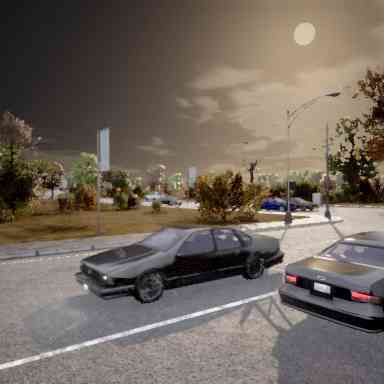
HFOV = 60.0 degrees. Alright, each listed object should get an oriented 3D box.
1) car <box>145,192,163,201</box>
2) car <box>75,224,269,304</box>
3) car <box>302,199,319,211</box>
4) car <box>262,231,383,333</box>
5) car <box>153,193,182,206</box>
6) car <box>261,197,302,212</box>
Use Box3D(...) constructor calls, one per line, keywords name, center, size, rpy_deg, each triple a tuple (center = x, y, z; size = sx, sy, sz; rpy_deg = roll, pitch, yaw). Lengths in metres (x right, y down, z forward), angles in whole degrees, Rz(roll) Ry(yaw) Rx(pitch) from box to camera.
Box3D(name="car", center=(-8.339, 1.010, 73.975), size=(2.150, 2.045, 5.566), rpy_deg=(0, 0, -38))
Box3D(name="car", center=(0.003, 1.539, 8.331), size=(5.357, 1.411, 2.033), rpy_deg=(0, 0, -36))
Box3D(name="car", center=(11.644, 1.366, 37.942), size=(2.033, 1.411, 5.357), rpy_deg=(-1, 0, -39))
Box3D(name="car", center=(4.055, 1.529, 6.668), size=(5.357, 1.411, 2.033), rpy_deg=(0, 0, -36))
Box3D(name="car", center=(-3.442, 1.341, 51.026), size=(2.128, 1.511, 4.902), rpy_deg=(-1, 0, -39))
Box3D(name="car", center=(8.864, 1.320, 35.808), size=(1.882, 1.535, 5.008), rpy_deg=(-1, 0, -40))
